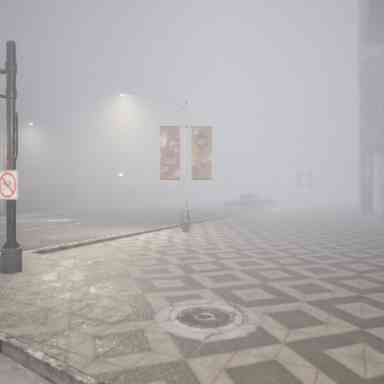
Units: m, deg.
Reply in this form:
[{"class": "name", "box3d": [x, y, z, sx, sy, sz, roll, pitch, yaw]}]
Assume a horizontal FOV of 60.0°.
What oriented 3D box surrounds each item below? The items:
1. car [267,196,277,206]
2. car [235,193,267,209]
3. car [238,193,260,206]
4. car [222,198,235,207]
[{"class": "car", "box3d": [12.719, 1.448, 55.159, 2.128, 1.511, 4.902, 0, 0, 26]}, {"class": "car", "box3d": [8.202, 1.188, 45.830, 2.150, 2.045, 5.566, 0, 0, 26]}, {"class": "car", "box3d": [9.811, 1.182, 56.612, 2.150, 2.045, 5.566, 0, 0, 26]}, {"class": "car", "box3d": [6.150, 1.569, 49.048, 1.895, 1.301, 4.718, 0, 0, 27]}]
